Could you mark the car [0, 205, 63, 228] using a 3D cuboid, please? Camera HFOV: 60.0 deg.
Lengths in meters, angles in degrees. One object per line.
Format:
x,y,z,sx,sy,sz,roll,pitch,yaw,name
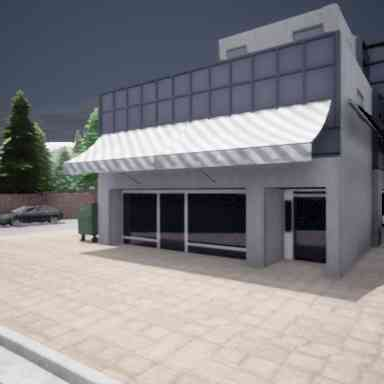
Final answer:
-12.112,1.730,24.826,1.837,1.490,4.892,0,0,37,car
